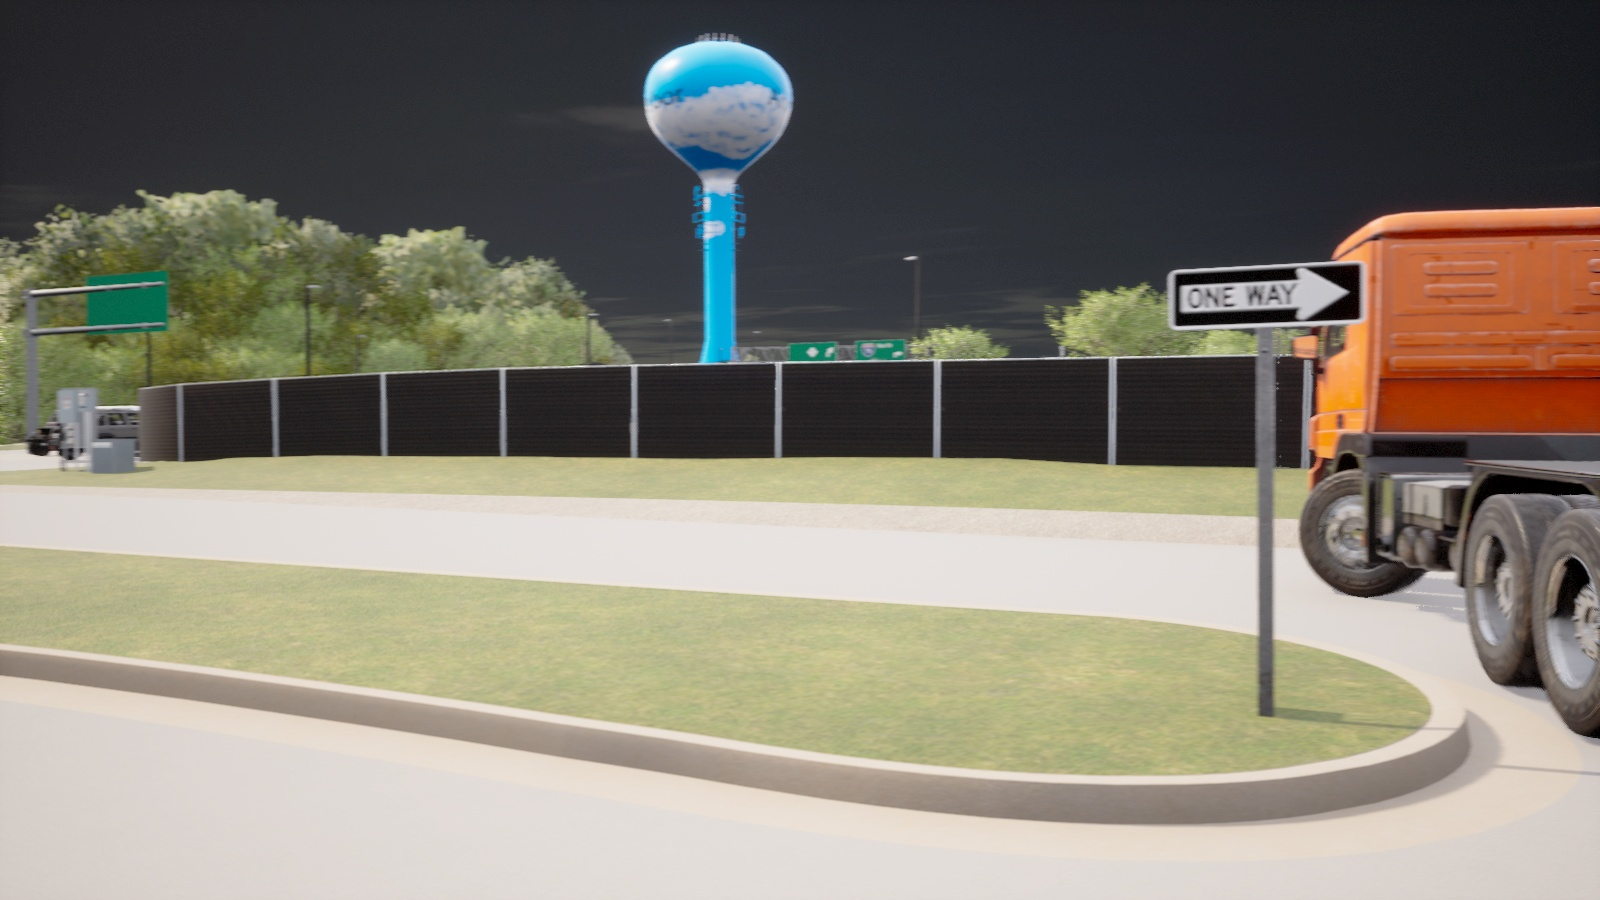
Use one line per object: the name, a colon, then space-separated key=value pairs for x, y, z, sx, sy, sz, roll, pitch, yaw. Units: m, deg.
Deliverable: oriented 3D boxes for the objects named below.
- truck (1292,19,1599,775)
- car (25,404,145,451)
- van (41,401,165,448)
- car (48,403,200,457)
truck: x=5.735 y=-0.311 z=8.730 sx=2.891 sy=3.462 sz=7.936 roll=1 pitch=1 yaw=11
car: x=-29.346 y=-0.955 z=51.636 sx=1.905 sy=1.878 sz=3.866 roll=0 pitch=2 yaw=23
van: x=-31.157 y=-1.166 z=56.248 sx=2.069 sy=2.038 sz=4.480 roll=0 pitch=2 yaw=23
car: x=-24.380 y=-0.768 z=45.507 sx=1.932 sy=1.855 sz=4.605 roll=0 pitch=2 yaw=24
